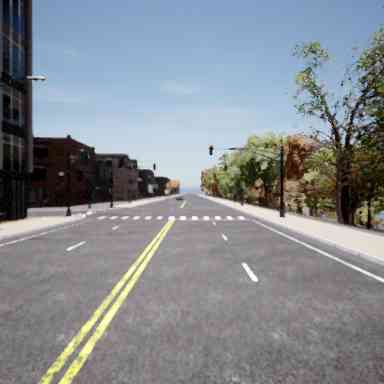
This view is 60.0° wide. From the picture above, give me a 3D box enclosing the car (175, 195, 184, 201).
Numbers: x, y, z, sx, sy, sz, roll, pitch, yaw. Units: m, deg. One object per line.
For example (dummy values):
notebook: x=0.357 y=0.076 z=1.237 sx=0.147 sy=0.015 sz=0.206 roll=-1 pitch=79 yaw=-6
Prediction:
car: x=-3.384 y=1.678 z=87.984 sx=1.994 sy=1.385 sz=4.181 roll=0 pitch=0 yaw=0
